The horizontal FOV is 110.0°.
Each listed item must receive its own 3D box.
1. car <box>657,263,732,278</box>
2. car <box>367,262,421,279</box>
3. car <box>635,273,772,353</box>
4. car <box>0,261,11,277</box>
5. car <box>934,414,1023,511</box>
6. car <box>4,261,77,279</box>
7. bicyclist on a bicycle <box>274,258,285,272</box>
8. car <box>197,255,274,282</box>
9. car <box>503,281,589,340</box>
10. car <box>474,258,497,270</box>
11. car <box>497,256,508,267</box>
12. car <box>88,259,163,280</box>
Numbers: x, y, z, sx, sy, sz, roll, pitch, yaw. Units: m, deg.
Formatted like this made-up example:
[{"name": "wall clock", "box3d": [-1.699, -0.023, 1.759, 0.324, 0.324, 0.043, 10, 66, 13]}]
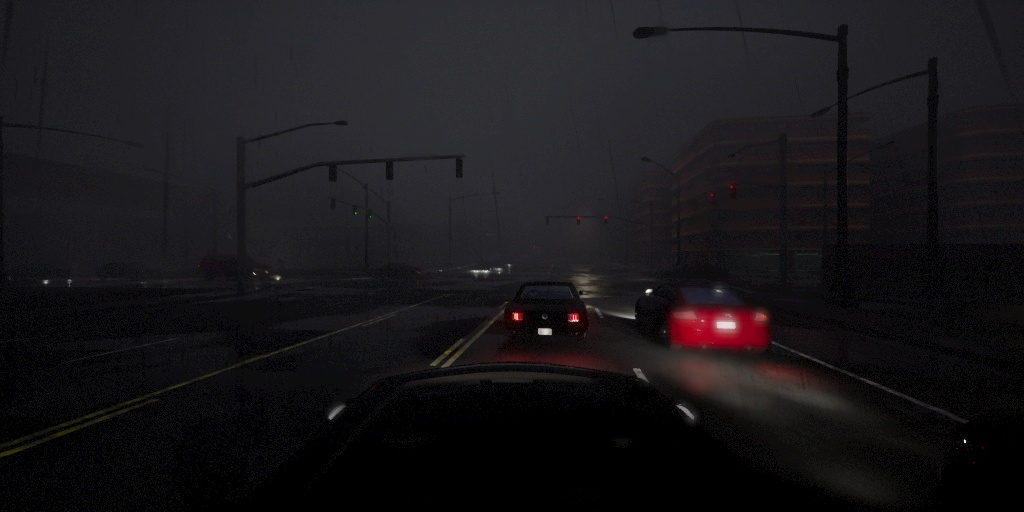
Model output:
[{"name": "car", "box3d": [14.548, 1.287, 28.930, 5.357, 1.411, 2.033, 0, 0, 14]}, {"name": "car", "box3d": [-10.340, 1.271, 31.483, 4.674, 1.442, 1.812, 0, 0, 7]}, {"name": "car", "box3d": [4.421, 1.314, 8.959, 1.994, 1.385, 4.181, 0, 0, 7]}, {"name": "car", "box3d": [-51.086, 1.276, 35.417, 4.674, 1.442, 1.812, 0, 0, 35]}, {"name": "car", "box3d": [3.640, 1.242, 0.248, 2.128, 1.511, 4.902, 0, 0, 1]}, {"name": "car", "box3d": [-41.781, 1.351, 31.718, 4.718, 1.301, 1.895, 0, 0, 12]}, {"name": "bicyclist on a bicycle", "box3d": [-26.326, 1.053, 40.697, 0.582, 1.620, 1.656, 0, 0, 7]}, {"name": "car", "box3d": [-22.449, 0.971, 29.178, 5.566, 2.045, 2.150, 0, 0, 7]}, {"name": "car", "box3d": [1.019, 1.351, 9.967, 1.895, 1.301, 4.718, 0, 0, 8]}, {"name": "car", "box3d": [-3.767, 1.176, 48.768, 1.994, 1.385, 4.181, 0, 1, 8]}, {"name": "car", "box3d": [-2.398, 1.064, 58.619, 1.895, 1.301, 4.718, 0, 1, 8]}, {"name": "car", "box3d": [-32.377, 1.228, 30.372, 5.008, 1.535, 1.882, 0, 0, 7]}]
